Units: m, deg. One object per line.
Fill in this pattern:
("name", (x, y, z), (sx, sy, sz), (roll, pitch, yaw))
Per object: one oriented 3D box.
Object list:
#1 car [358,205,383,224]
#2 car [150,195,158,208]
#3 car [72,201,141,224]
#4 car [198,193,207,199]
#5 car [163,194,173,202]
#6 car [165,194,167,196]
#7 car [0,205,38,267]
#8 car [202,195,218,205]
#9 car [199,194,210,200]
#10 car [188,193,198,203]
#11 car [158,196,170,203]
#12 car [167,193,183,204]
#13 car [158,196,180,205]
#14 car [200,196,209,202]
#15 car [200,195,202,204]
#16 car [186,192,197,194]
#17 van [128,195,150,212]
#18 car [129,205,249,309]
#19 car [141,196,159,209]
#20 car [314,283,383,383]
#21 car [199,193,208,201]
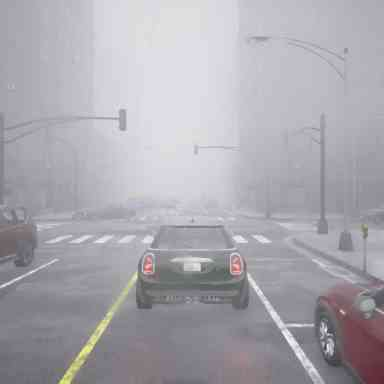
("car", (14.394, 1.516, 23.707), (4.674, 1.442, 1.812), (0, 0, 1))
("car", (-5.828, 1.310, 41.142), (2.192, 1.841, 5.009), (0, 0, 0))
("car", (-6.567, 1.598, 25.351), (1.895, 1.301, 4.718), (0, 0, 42))
("car", (2.715, 1.306, 63.538), (2.192, 1.841, 5.009), (0, 0, 0))
("car", (-5.798, 1.302, 80.312), (2.192, 1.841, 5.009), (0, 0, 0))
("car", (-5.811, 1.516, 63.355), (1.752, 1.417, 4.829), (0, 0, 0))
("car", (-5.853, 1.315, 8.598), (2.192, 1.841, 5.009), (0, 0, 0))
("car", (2.702, 1.520, 46.925), (1.752, 1.417, 4.829), (0, 0, 0))
("car", (2.711, 1.558, 57.944), (1.947, 1.339, 4.313), (0, 0, 0))
("car", (0.104, 1.516, 66.573), (1.812, 1.442, 4.674), (0, 0, 0))
("car", (-5.807, 1.540, 69.121), (2.008, 1.369, 4.403), (0, 0, 0))
("car", (-3.026, 1.469, 59.782), (1.882, 1.535, 5.008), (0, 0, 0))
("car", (-3.068, 1.543, 43.424), (2.033, 1.411, 5.357), (0, 0, 0))
("car", (2.723, 1.570, 74.727), (1.802, 1.307, 4.206), (0, 0, 0))
("car", (2.707, 1.544, 52.349), (2.008, 1.369, 4.403), (0, 0, 0))
("car", (0.057, 1.362, 76.540), (1.812, 1.442, 4.674), (0, 0, 0))
("van", (-5.832, 1.337, 35.546), (1.690, 1.788, 3.998), (0, 0, 0))
("car", (0.015, 1.352, 8.020), (2.097, 1.767, 4.553), (0, 0, 0))
("car", (-5.824, 1.434, 46.738), (1.967, 1.590, 4.097), (0, 0, 0))
("car", (2.669, 1.440, 3.094), (1.967, 1.590, 4.097), (0, 0, 0))
("car", (3.065, 1.211, 86.549), (2.150, 2.045, 5.566), (0, 0, 0))
